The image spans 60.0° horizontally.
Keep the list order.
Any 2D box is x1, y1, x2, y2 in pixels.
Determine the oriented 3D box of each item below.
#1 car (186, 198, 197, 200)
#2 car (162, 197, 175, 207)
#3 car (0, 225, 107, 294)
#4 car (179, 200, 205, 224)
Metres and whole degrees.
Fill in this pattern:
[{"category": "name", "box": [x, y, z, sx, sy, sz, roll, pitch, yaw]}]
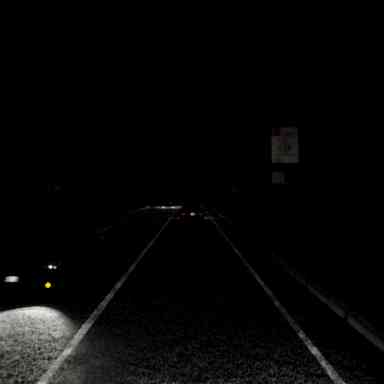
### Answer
[{"category": "car", "box": [-0.052, 1.524, 42.834, 2.128, 1.511, 4.902, 0, 0, 0]}, {"category": "car", "box": [-3.756, 1.547, 53.057, 1.837, 1.490, 4.892, 0, 0, 0]}, {"category": "car", "box": [-3.629, 1.572, 8.701, 1.994, 1.385, 4.181, 0, 0, 0]}, {"category": "car", "box": [0.015, 1.567, 25.271, 2.033, 1.411, 5.357, 0, 0, 0]}]
